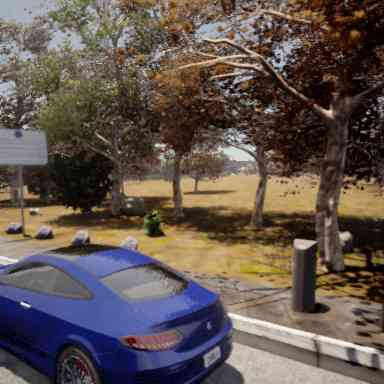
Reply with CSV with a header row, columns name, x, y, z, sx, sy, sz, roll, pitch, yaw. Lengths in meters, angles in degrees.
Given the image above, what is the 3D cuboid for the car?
name,x,y,z,sx,sy,sz,roll,pitch,yaw
car,-1.662,1.495,4.748,4.674,1.442,1.812,1,0,35
